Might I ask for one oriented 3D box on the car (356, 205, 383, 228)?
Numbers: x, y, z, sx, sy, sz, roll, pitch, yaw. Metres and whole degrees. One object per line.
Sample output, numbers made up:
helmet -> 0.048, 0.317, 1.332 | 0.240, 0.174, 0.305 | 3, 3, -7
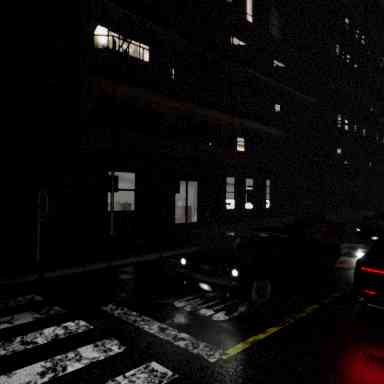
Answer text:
car -> 9.596, 1.562, 15.915 | 5.357, 1.411, 2.033 | 0, 0, -45

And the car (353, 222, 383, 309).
car -> 5.007, 1.509, 6.988 | 4.892, 1.490, 1.837 | 0, 0, -45

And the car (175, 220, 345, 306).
car -> 1.855, 1.611, 8.271 | 4.718, 1.301, 1.895 | 0, 0, -44

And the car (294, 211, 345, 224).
car -> 5.909, 1.600, 15.885 | 4.206, 1.307, 1.802 | 0, 1, -45
